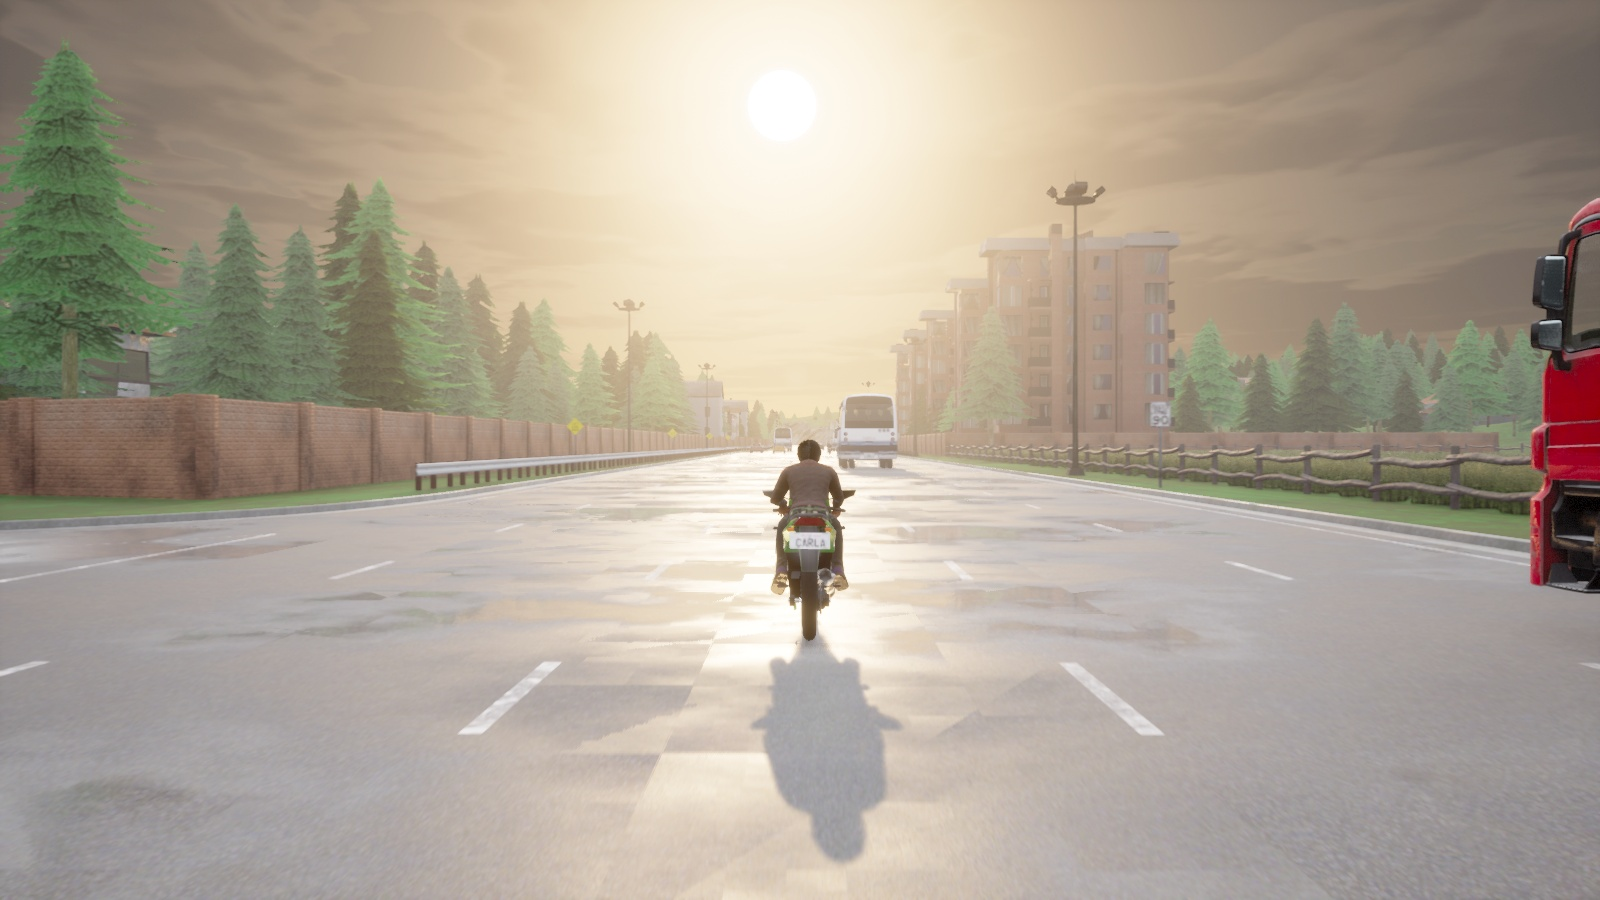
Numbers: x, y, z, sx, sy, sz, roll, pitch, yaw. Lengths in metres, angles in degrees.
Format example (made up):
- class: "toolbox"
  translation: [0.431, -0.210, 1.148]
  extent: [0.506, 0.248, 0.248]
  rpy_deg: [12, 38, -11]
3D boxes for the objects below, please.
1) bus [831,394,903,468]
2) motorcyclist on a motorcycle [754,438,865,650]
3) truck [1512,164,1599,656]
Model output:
- class: "bus"
  translation: [3.952, -1.060, 76.760]
  extent: [3.944, 4.253, 10.273]
  rpy_deg: [0, 0, 0]
- class: "motorcyclist on a motorcycle"
  translation: [0.072, 0.672, 10.049]
  extent: [0.797, 1.523, 2.044]
  rpy_deg: [0, 0, 0]
- class: "truck"
  translation: [7.050, -0.263, 5.937]
  extent: [2.891, 3.462, 7.936]
  rpy_deg: [0, 0, 0]
